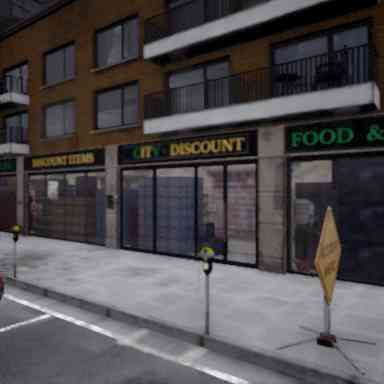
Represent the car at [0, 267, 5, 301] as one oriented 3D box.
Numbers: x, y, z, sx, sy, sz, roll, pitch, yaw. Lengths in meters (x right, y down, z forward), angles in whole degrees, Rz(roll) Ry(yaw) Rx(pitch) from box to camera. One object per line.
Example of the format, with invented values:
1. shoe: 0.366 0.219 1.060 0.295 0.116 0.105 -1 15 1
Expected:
1. car: -5.314 1.575 6.602 4.206 1.307 1.802 0 0 36
